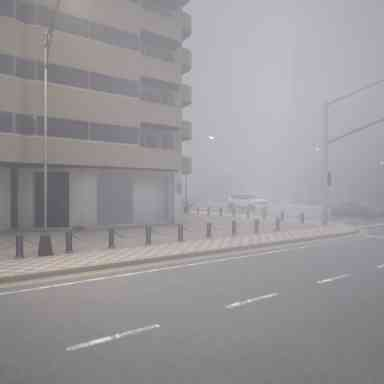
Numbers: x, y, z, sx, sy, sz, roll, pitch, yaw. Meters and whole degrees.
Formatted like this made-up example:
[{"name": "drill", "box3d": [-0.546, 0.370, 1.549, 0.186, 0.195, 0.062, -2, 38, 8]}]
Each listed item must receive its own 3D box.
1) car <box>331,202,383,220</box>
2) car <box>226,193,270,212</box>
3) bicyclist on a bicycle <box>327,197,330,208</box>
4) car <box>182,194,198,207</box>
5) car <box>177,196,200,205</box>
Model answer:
[{"name": "car", "box3d": [13.830, 1.510, 27.758, 1.994, 1.385, 4.181, 0, 0, -38]}, {"name": "car", "box3d": [6.308, 1.164, 38.000, 2.150, 2.045, 5.566, 0, 0, -35]}, {"name": "bicyclist on a bicycle", "box3d": [17.369, 1.245, 43.071, 1.656, 1.620, 0.582, 0, 0, -35]}, {"name": "car", "box3d": [-1.543, 1.437, 49.272, 2.128, 1.511, 4.902, 0, 0, -35]}, {"name": "car", "box3d": [-0.734, 1.449, 60.600, 1.837, 1.490, 4.892, 0, 0, -34]}]
